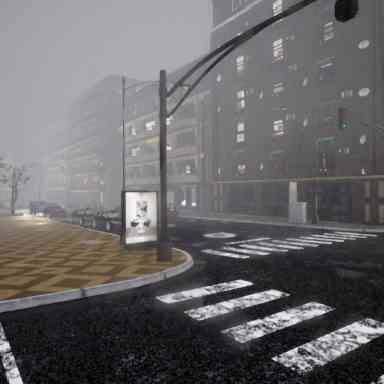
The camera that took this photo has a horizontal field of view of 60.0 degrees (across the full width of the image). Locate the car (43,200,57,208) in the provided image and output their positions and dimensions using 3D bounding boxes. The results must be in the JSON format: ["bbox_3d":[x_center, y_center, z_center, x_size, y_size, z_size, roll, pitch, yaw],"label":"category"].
[{"bbox_3d":[-31.326,2.526,73.216,1.967,1.590,4.097,-2,0,-36],"label":"car"}]

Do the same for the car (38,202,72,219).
[{"bbox_3d":[-14.916,2.114,36.094,1.887,1.381,4.507,-2,0,-36],"label":"car"}]

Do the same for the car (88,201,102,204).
[{"bbox_3d":[-15.001,2.118,50.657,1.967,1.590,4.097,-2,0,-36],"label":"car"}]

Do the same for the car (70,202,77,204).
[{"bbox_3d":[-21.530,2.423,59.679,1.802,1.307,4.206,-2,0,-36],"label":"car"}]

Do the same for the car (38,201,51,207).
[{"bbox_3d":[-34.586,2.734,77.728,1.947,1.339,4.313,-2,0,-36],"label":"car"}]

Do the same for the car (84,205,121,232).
[{"bbox_3d":[-5.576,1.887,23.105,2.008,1.369,4.403,-2,0,-36],"label":"car"}]

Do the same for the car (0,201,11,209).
[{"bbox_3d":[-38.113,2.702,68.305,2.008,1.369,4.403,-2,0,-36],"label":"car"}]

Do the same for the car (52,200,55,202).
[{"bbox_3d":[-25.375,2.469,60.589,1.994,1.385,4.181,-1,-1,-36],"label":"car"}]

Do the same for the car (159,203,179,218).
[{"bbox_3d":[-3.154,1.823,34.492,1.967,1.590,4.097,-2,0,-36],"label":"car"}]

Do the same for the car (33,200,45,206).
[{"bbox_3d":[-37.851,2.796,82.241,1.887,1.381,4.507,-2,0,-36],"label":"car"}]

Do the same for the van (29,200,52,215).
[{"bbox_3d":[-19.834,2.034,42.982,1.690,1.788,3.998,-2,0,-36],"label":"van"}]

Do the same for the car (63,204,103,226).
[{"bbox_3d":[-8.840,1.968,27.617,2.008,1.369,4.403,-2,0,-36],"label":"car"}]

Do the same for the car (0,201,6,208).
[{"bbox_3d":[-44.641,2.861,77.329,1.887,1.381,4.507,-2,0,-36],"label":"car"}]
